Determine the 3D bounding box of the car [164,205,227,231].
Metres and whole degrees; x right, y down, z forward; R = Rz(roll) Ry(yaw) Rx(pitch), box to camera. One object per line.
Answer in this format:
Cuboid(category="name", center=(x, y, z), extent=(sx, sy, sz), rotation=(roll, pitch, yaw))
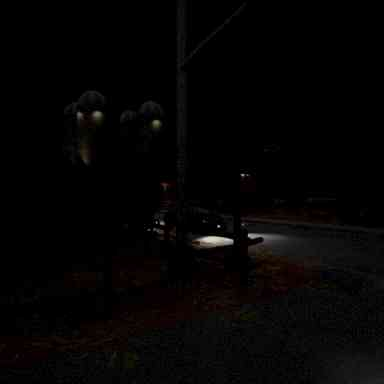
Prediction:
Cuboid(category="car", center=(0.048, 1.526, 19.393), extent=(1.812, 1.442, 4.674), rotation=(0, 0, -36))
